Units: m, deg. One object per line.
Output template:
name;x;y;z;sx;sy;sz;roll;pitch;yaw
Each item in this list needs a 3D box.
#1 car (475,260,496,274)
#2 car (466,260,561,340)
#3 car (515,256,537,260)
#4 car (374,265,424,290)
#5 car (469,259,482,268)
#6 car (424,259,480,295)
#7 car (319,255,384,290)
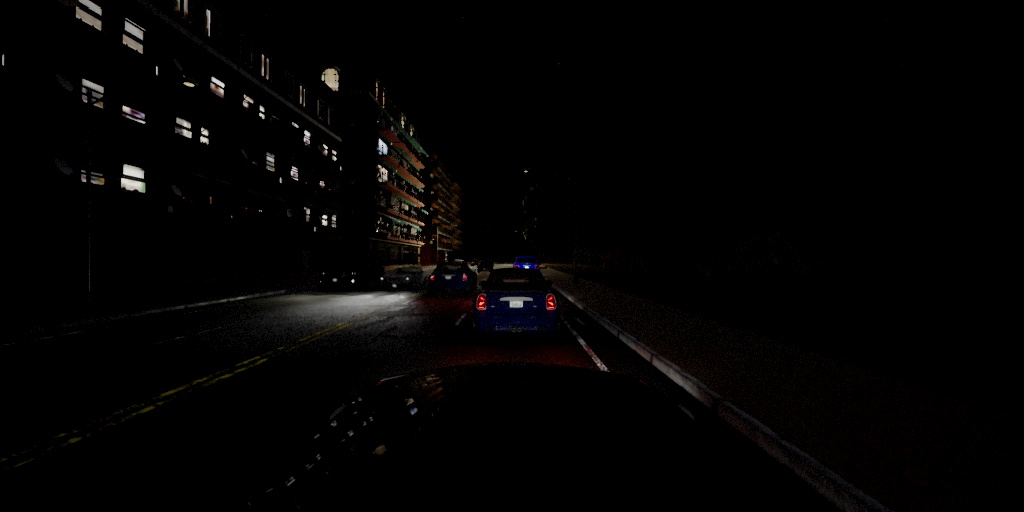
car;-3.129;1.244;43.188;2.128;1.511;4.902;0;0;0
car;0.103;1.103;10.177;2.097;1.767;4.553;0;0;0
car;1.151;0.979;30.130;2.150;2.045;5.566;0;0;0
car;-6.589;1.354;22.281;1.895;1.301;4.718;0;0;0
car;-6.520;1.255;65.019;1.837;1.490;4.892;0;0;0
car;-3.142;1.105;19.803;2.097;1.767;4.553;0;0;0
car;-9.842;0.974;22.685;2.150;2.045;5.566;0;0;0
